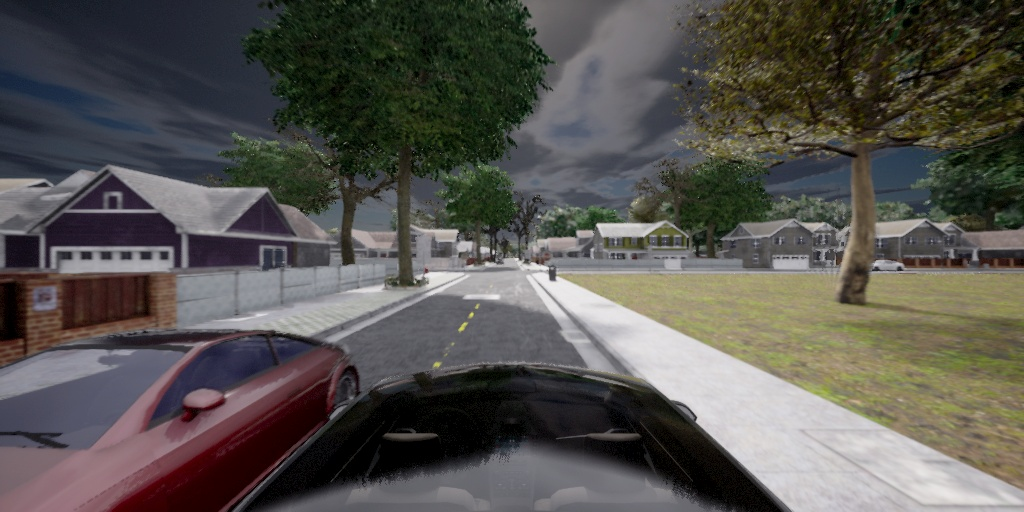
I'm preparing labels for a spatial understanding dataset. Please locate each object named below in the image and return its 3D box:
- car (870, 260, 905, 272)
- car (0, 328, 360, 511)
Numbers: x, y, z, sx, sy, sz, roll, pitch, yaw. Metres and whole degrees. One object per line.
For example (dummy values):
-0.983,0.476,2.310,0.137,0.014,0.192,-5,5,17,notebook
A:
46.660,1.235,45.250,4.674,1.442,1.812,0,0,0,car
-2.851,1.314,2.706,1.994,1.385,4.181,0,0,0,car
